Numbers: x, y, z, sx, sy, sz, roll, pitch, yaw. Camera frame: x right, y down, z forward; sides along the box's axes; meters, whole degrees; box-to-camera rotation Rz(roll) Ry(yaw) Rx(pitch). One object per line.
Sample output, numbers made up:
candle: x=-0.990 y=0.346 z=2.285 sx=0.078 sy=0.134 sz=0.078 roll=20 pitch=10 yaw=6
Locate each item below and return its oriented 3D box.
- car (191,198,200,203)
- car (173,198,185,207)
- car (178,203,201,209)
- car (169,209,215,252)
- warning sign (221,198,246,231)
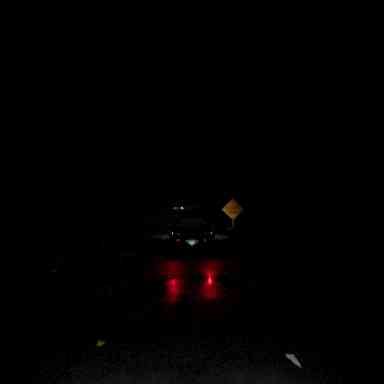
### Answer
car: x=0.955 y=2.724 z=89.755 sx=2.150 sy=2.045 sz=5.566 roll=0 pitch=-2 yaw=0
car: x=-2.755 y=2.260 z=71.807 sx=2.150 sy=2.045 sz=5.566 roll=0 pitch=-1 yaw=0
car: x=0.000 y=1.881 z=29.131 sx=1.895 sy=1.301 sz=4.718 roll=0 pitch=-1 yaw=0
car: x=0.004 y=1.664 z=14.397 sx=1.812 sy=1.442 sz=4.674 roll=0 pitch=0 yaw=0
warning sign: x=2.428 y=1.304 z=19.735 sx=1.300 sy=1.860 sz=1.060 roll=-1 pitch=-2 yaw=0
